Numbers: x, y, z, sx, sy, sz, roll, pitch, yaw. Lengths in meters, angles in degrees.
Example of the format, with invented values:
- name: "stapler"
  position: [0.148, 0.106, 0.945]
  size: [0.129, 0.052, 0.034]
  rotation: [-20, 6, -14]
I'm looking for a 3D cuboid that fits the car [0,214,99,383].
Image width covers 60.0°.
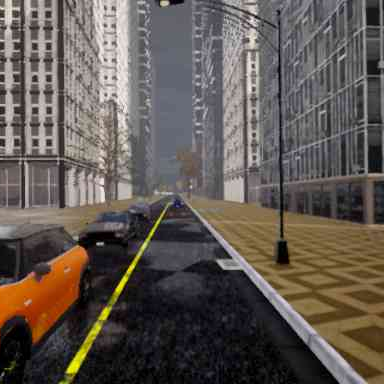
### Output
- name: "car"
  position: [-3.031, 1.371, 4.929]
  size: [2.097, 1.767, 4.553]
  rotation: [-1, 0, -3]

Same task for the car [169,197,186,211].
- name: "car"
  position: [-1.757, 1.442, 39.998]
  size: [1.812, 1.442, 4.674]
  rotation: [-1, 0, -3]

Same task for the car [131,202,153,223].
- name: "car"
  position: [-4.015, 1.523, 25.722]
  size: [2.033, 1.411, 5.357]
  rotation: [-1, 0, -2]

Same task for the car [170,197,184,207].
- name: "car"
  position: [-2.235, 1.442, 50.018]
  size: [2.033, 1.411, 5.357]
  rotation: [-1, 0, -3]

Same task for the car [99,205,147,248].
- name: "car"
  position: [-3.510, 1.545, 15.103]
  size: [2.033, 1.411, 5.357]
  rotation: [-1, 0, -2]
